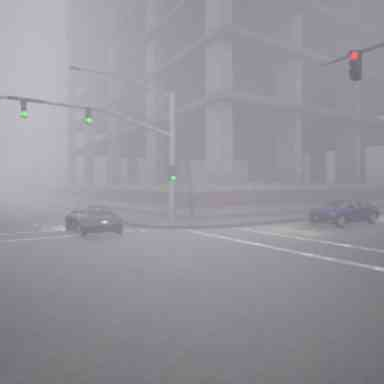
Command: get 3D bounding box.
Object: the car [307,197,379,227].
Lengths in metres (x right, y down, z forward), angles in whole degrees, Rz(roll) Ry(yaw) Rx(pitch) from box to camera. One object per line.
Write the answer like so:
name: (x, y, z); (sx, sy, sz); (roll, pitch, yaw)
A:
car: (8.821, 1.094, 19.329); (5.008, 1.535, 1.882); (-1, 1, -33)

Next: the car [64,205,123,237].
car: (-4.997, 1.323, 16.610); (1.994, 1.385, 4.181); (-1, 0, -33)
